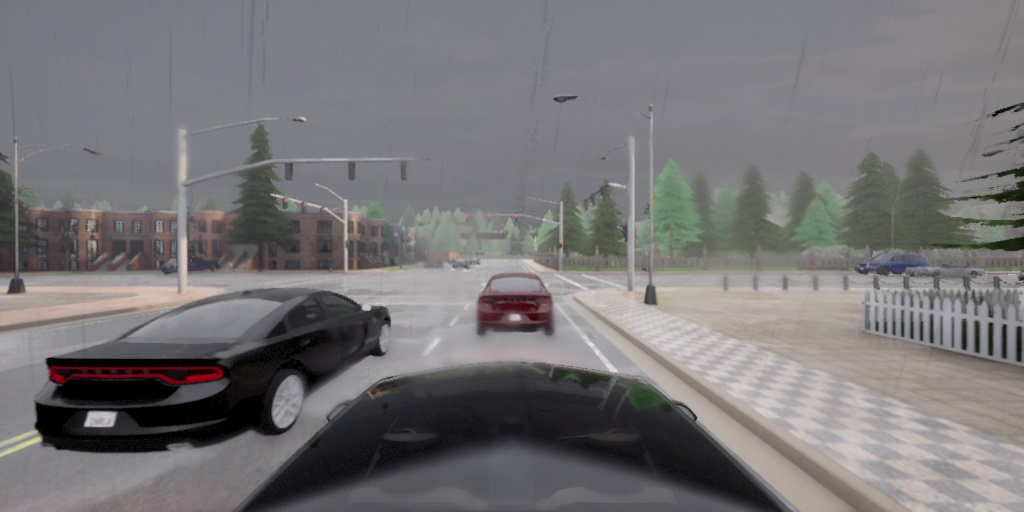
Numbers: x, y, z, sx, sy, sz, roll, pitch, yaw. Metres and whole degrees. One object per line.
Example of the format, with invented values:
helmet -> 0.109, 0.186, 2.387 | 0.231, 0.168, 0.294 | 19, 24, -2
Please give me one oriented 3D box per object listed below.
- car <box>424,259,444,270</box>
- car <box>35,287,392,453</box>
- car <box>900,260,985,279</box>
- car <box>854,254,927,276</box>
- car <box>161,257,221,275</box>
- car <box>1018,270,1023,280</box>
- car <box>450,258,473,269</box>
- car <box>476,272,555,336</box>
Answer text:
car -> -10.491, 1.095, 48.214 | 1.994, 1.385, 4.181 | 0, 0, 0
car -> -3.435, 1.210, 5.491 | 1.882, 1.535, 5.008 | 0, 0, 1
car -> 36.019, 1.217, 29.980 | 4.718, 1.301, 1.895 | 0, 0, 0
car -> 35.458, 0.821, 33.483 | 5.566, 2.045, 2.150 | 0, 0, 0
car -> -32.607, 0.860, 36.616 | 2.097, 1.767, 4.553 | 0, 3, 14
car -> 35.986, 1.197, 22.900 | 5.357, 1.411, 2.033 | 0, 0, 0
car -> -6.981, 1.052, 49.640 | 1.812, 1.442, 4.674 | 0, 1, 0
car -> 0.093, 1.187, 10.298 | 1.882, 1.535, 5.008 | 0, 0, 0
